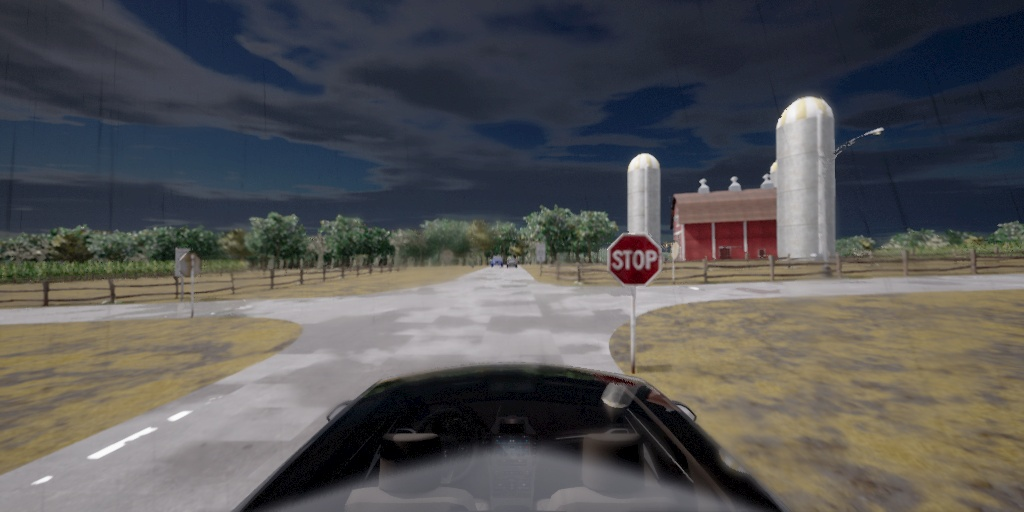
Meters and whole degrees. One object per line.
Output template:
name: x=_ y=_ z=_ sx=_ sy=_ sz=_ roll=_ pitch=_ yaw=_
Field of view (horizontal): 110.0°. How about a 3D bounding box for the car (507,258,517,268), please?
car: x=0.006 y=1.353 z=62.191 sx=1.812 sy=1.442 sz=4.674 roll=0 pitch=0 yaw=0
